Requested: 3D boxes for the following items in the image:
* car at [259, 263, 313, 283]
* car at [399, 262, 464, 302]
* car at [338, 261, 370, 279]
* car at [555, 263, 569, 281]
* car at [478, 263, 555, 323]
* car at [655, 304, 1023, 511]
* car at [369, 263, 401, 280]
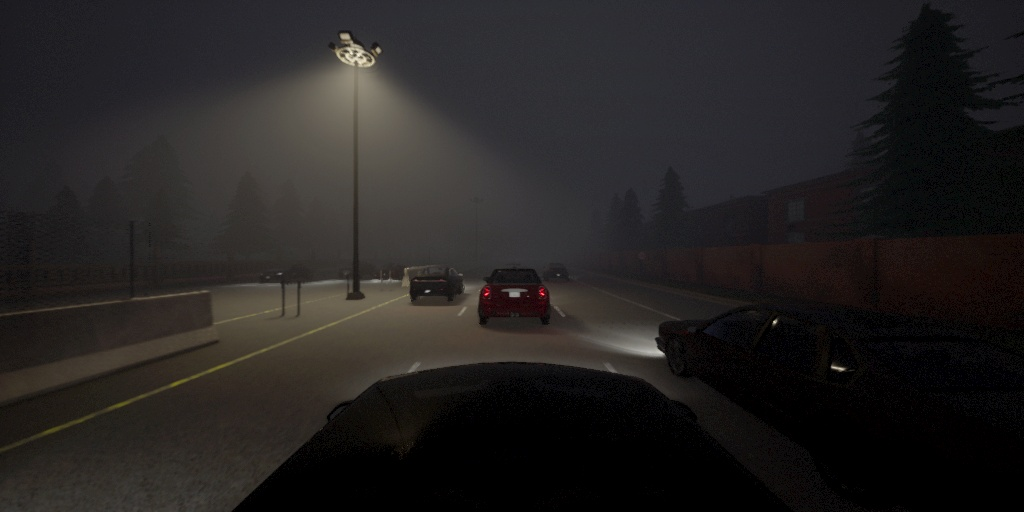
[{"bbox_3d":[-17.605,1.275,28.243,1.812,1.442,4.674,0,0,1],"label":"car"},{"bbox_3d":[-3.475,1.242,17.140,2.128,1.511,4.902,0,0,0],"label":"car"},{"bbox_3d":[-14.011,1.242,32.713,2.128,1.511,4.902,0,0,1],"label":"car"},{"bbox_3d":[3.624,1.277,30.014,1.812,1.442,4.674,0,0,1],"label":"car"},{"bbox_3d":[0.055,1.102,12.194,2.097,1.767,4.553,0,0,0],"label":"car"},{"bbox_3d":[3.598,1.298,4.290,2.033,1.411,5.357,0,0,0],"label":"car"},{"bbox_3d":[-10.532,1.314,31.640,1.994,1.385,4.181,0,0,1],"label":"car"}]
